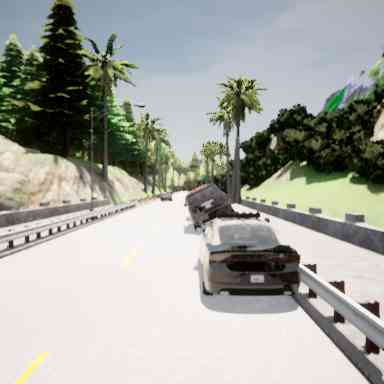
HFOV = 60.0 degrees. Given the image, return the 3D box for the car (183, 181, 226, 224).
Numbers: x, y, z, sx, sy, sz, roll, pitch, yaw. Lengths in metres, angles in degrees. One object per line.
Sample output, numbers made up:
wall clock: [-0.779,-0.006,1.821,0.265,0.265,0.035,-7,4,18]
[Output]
car: [0.808,0.631,24.422,2.150,2.045,5.566,-25,1,1]

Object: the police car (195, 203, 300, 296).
police car: [1.158,1.311,8.514,1.930,1.638,5.238,0,1,0]

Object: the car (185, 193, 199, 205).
car: [0.024,0.910,45.037,1.837,1.490,4.892,0,1,0]

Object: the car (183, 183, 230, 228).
car: [0.817,0.710,18.421,2.150,2.045,5.566,-25,1,0]

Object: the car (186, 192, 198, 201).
car: [-0.008,0.714,57.755,1.882,1.535,5.008,0,1,0]

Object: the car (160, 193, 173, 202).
car: [-4.092,0.836,53.785,2.033,1.411,5.357,0,1,0]
